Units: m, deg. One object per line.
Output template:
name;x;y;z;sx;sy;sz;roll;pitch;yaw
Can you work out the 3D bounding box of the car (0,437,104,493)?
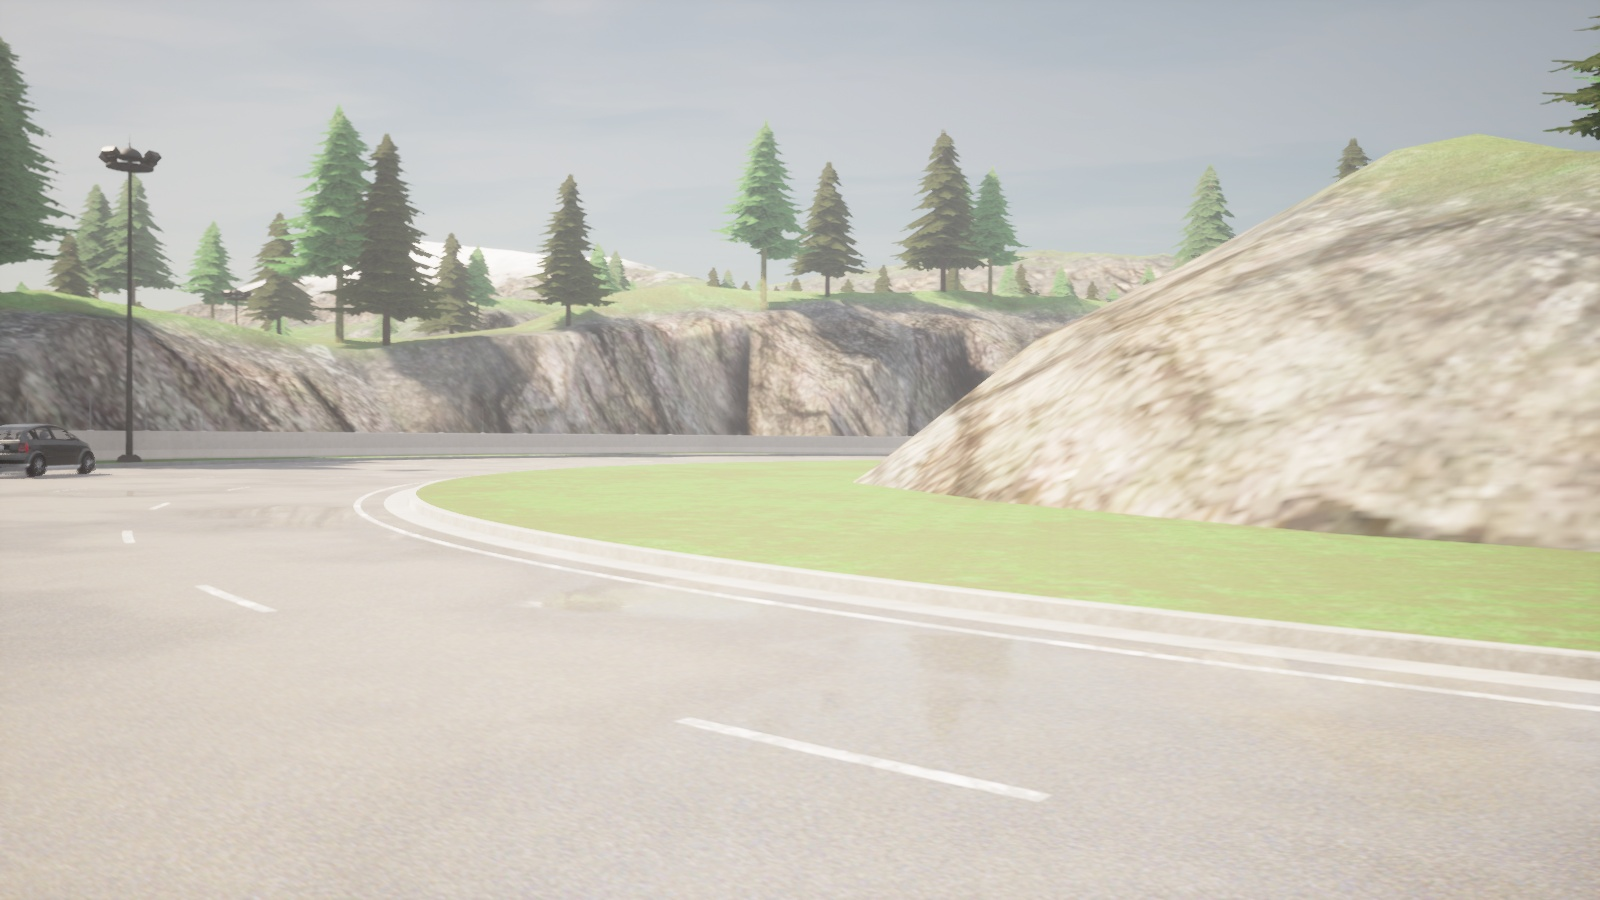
car;-22.846;0.418;37.667;1.789;1.549;3.705;-1;1;1
